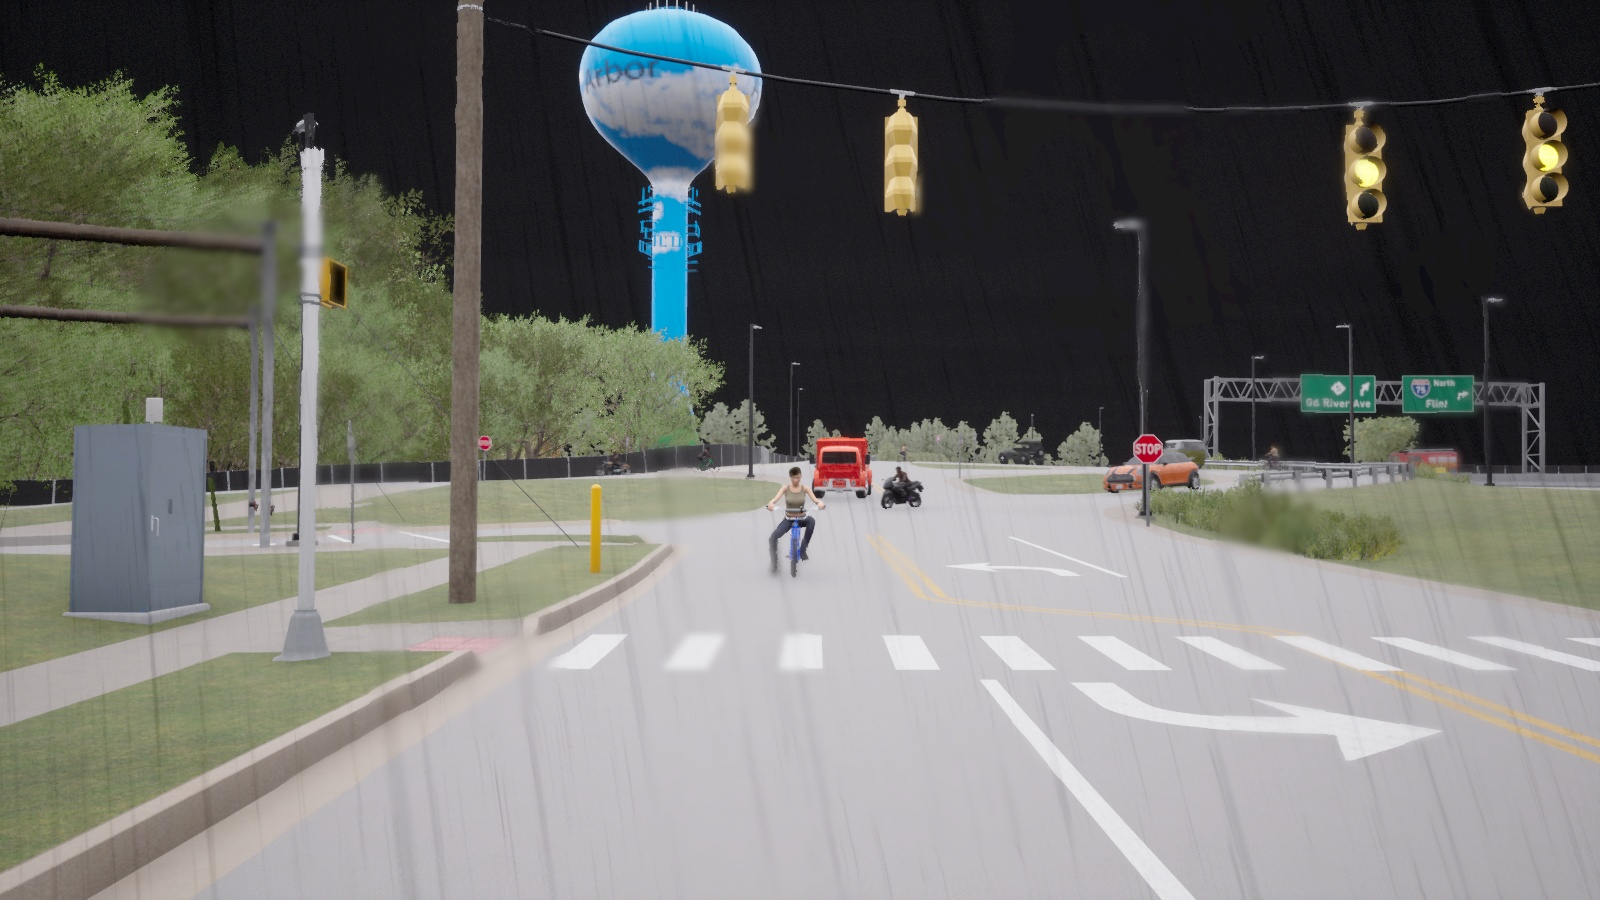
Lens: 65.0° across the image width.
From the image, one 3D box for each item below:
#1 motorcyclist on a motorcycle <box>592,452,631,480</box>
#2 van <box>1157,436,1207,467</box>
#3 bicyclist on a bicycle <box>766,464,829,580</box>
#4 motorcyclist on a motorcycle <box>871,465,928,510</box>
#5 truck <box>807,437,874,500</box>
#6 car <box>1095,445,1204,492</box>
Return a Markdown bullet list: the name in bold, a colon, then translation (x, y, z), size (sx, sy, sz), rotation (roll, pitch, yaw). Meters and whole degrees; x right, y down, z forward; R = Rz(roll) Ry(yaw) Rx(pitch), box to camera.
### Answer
- **motorcyclist on a motorcycle**: translation (-12.027, 1.010, 80.233), size (2.350, 1.649, 0.766), rotation (-2, -2, -12)
- **van**: translation (25.839, 0.092, 85.074), size (1.775, 1.987, 4.442), rotation (1, 0, -3)
- **bicyclist on a bicycle**: translation (-0.056, 1.040, 18.212), size (0.866, 1.612, 1.509), rotation (0, -3, -1)
- **motorcyclist on a motorcycle**: translation (3.505, 1.297, 44.063), size (2.044, 1.523, 0.797), rotation (0, 0, -41)
- **truck**: translation (1.802, 0.739, 53.854), size (2.627, 2.467, 5.204), rotation (0, 2, 4)
- **car**: translation (14.605, 0.761, 52.318), size (4.553, 1.767, 2.097), rotation (-2, -1, -40)
